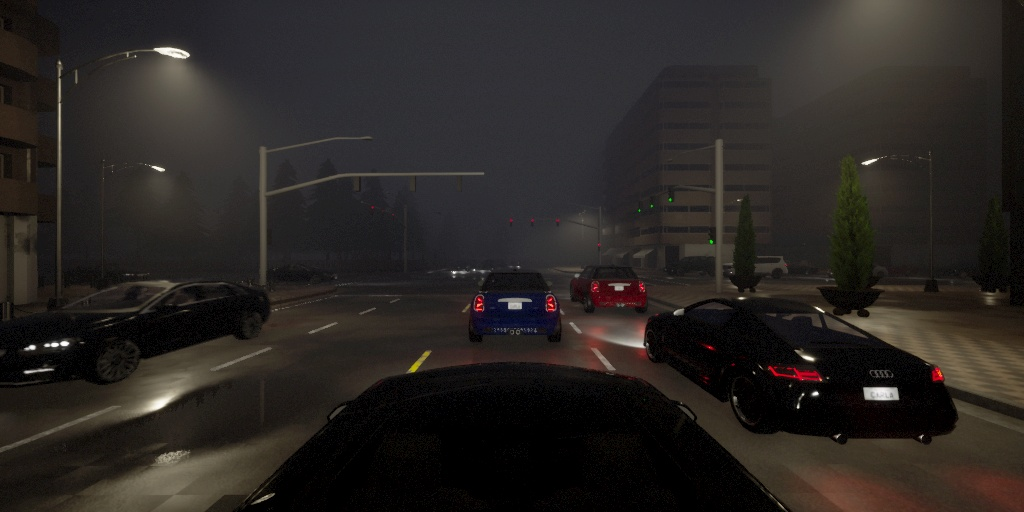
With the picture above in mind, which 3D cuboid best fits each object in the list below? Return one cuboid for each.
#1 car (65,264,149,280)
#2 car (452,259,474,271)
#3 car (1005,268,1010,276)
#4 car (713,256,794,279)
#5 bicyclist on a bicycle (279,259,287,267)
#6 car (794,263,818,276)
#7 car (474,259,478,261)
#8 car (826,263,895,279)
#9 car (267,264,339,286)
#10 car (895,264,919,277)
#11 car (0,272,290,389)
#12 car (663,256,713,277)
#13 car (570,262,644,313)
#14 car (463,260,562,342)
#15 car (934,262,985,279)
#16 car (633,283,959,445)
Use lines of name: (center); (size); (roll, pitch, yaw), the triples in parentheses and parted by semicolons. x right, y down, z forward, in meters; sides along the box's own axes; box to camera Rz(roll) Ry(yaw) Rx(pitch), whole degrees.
car: (-28.808, 1.298, 25.642); (4.902, 1.511, 2.128); (0, 0, 0)
car: (-6.859, 1.314, 48.668); (1.994, 1.385, 4.181); (0, 0, 2)
car: (43.611, 1.352, 29.418); (5.357, 1.411, 2.033); (0, 0, 0)
car: (22.169, 1.027, 33.036); (5.566, 2.045, 2.150); (0, 0, 0)
bicyclist on a bicycle: (-25.611, 1.106, 40.135); (0.582, 1.620, 1.656); (0, 0, 0)
car: (28.181, 1.406, 36.557); (4.718, 1.301, 1.895); (0, 0, 0)
car: (-6.246, 1.255, 57.557); (1.837, 1.490, 4.892); (0, 0, 7)
car: (31.806, 1.331, 33.068); (4.674, 1.442, 1.812); (0, 0, 0)
car: (-15.083, 1.297, 25.693); (4.902, 1.511, 2.128); (0, 0, 0)
car: (38.227, 1.406, 36.588); (4.718, 1.301, 1.895); (0, 0, 0)
car: (-7.069, 1.241, 7.117); (2.128, 1.511, 4.902); (0, 0, 0)
car: (18.422, 1.027, 36.521); (5.566, 2.045, 2.150); (0, 0, 0)
car: (3.606, 1.102, 14.151); (2.097, 1.767, 4.553); (0, 0, 0)
car: (0.083, 1.102, 9.923); (2.097, 1.767, 4.553); (0, 0, 0)
car: (42.130, 1.283, 33.091); (5.008, 1.535, 1.882); (0, 0, 0)
car: (3.607, 1.314, 5.510); (1.994, 1.385, 4.181); (0, 0, 0)
